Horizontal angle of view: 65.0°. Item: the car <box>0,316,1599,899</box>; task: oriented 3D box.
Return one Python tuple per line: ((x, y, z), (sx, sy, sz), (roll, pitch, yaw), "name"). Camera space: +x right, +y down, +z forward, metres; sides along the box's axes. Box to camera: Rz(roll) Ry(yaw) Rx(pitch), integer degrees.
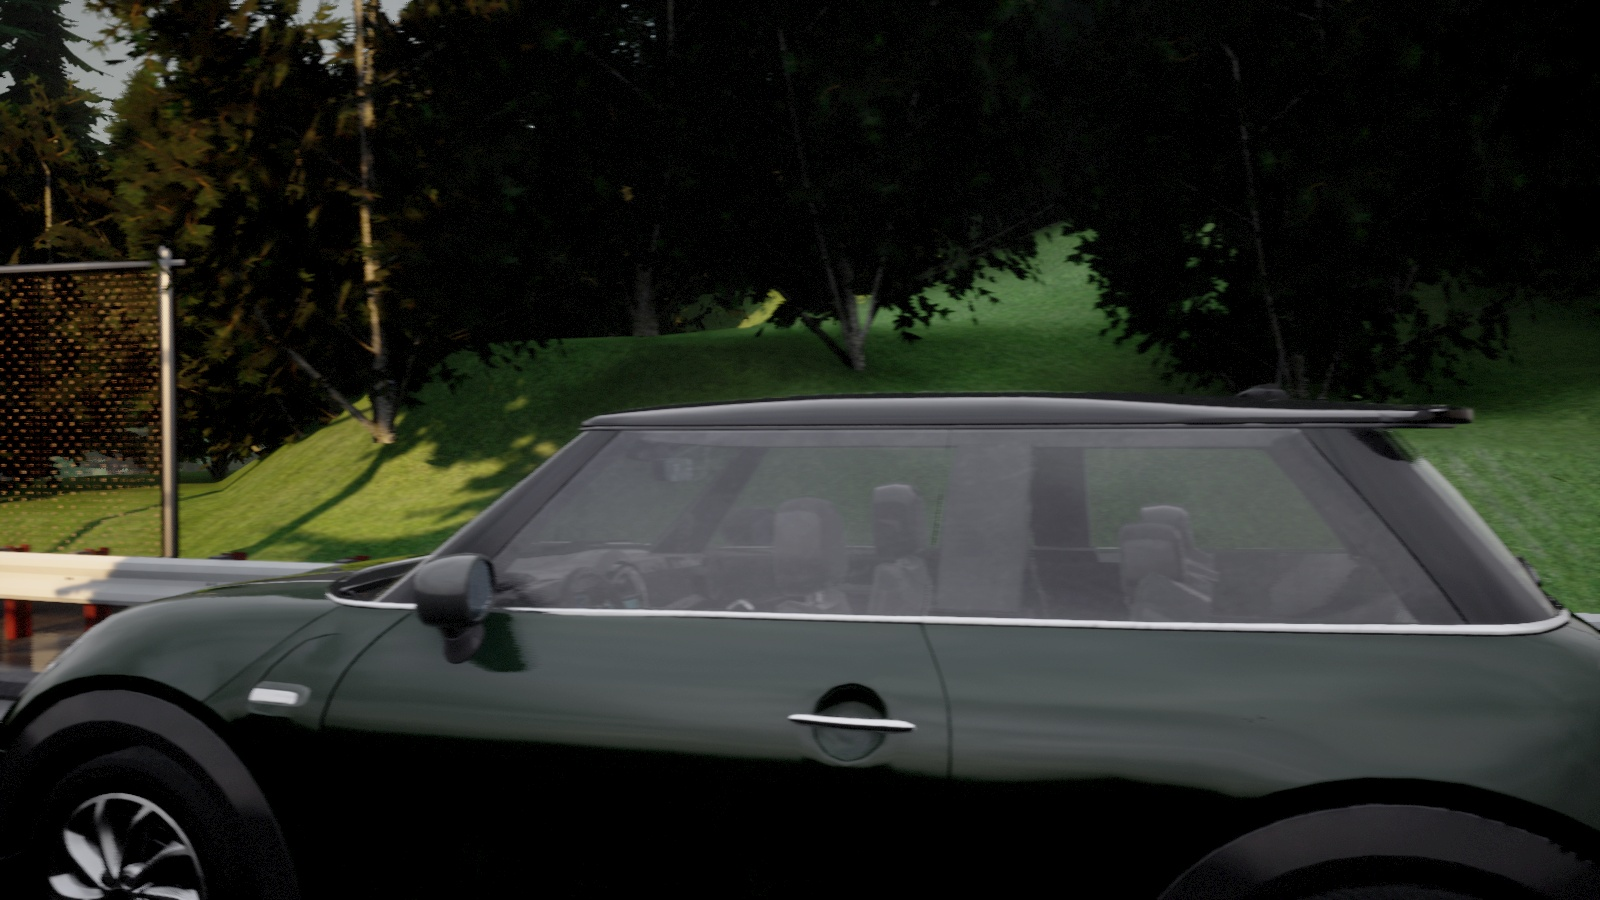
((-0.198, 0.624, 3.781), (4.553, 1.767, 2.097), (1, 1, 19), "car")
